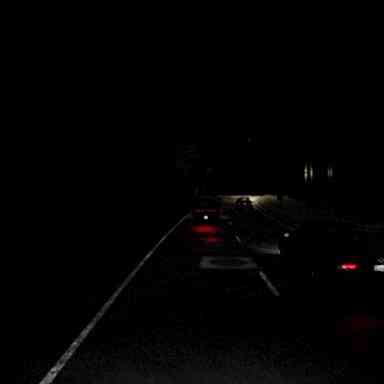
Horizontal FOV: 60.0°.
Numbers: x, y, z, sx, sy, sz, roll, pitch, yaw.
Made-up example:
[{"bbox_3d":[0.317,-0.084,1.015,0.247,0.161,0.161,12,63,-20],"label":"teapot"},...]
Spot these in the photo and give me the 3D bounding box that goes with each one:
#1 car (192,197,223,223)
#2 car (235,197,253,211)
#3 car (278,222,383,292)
[{"bbox_3d":[1.094,1.389,24.226,1.837,1.490,4.892,0,1,4],"label":"car"},{"bbox_3d":[5.868,1.308,37.584,2.033,1.411,5.357,0,1,7],"label":"car"},{"bbox_3d":[3.775,1.525,9.015,2.033,1.411,5.357,0,0,2],"label":"car"}]
